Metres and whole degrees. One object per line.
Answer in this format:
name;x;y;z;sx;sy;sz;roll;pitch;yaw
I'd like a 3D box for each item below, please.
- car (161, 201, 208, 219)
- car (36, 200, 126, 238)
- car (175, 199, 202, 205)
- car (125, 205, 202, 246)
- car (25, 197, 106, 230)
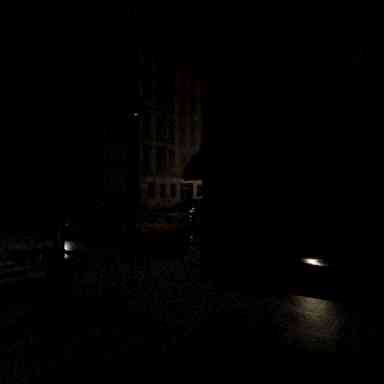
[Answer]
car;-0.576;1.503;29.082;1.947;1.339;4.313;0;0;36
car;-5.402;1.442;17.948;1.882;1.535;5.008;0;0;34
car;0.433;1.310;26.121;2.097;1.767;4.553;0;0;35
car;-0.550;1.520;15.306;1.752;1.417;4.829;0;0;36
car;-7.174;1.264;19.838;2.192;1.841;5.009;0;0;36
